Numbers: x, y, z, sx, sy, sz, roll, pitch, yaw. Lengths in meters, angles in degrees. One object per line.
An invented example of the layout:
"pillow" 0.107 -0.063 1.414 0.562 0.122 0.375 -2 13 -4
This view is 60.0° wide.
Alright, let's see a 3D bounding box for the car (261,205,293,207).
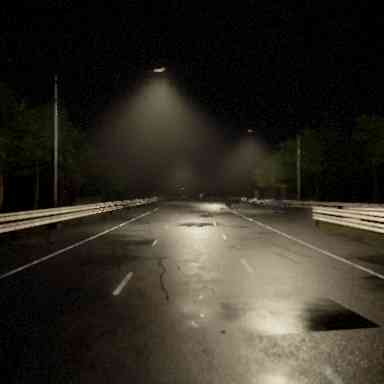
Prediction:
"car" 10.291 1.678 40.555 2.033 1.411 5.357 0 0 -15
